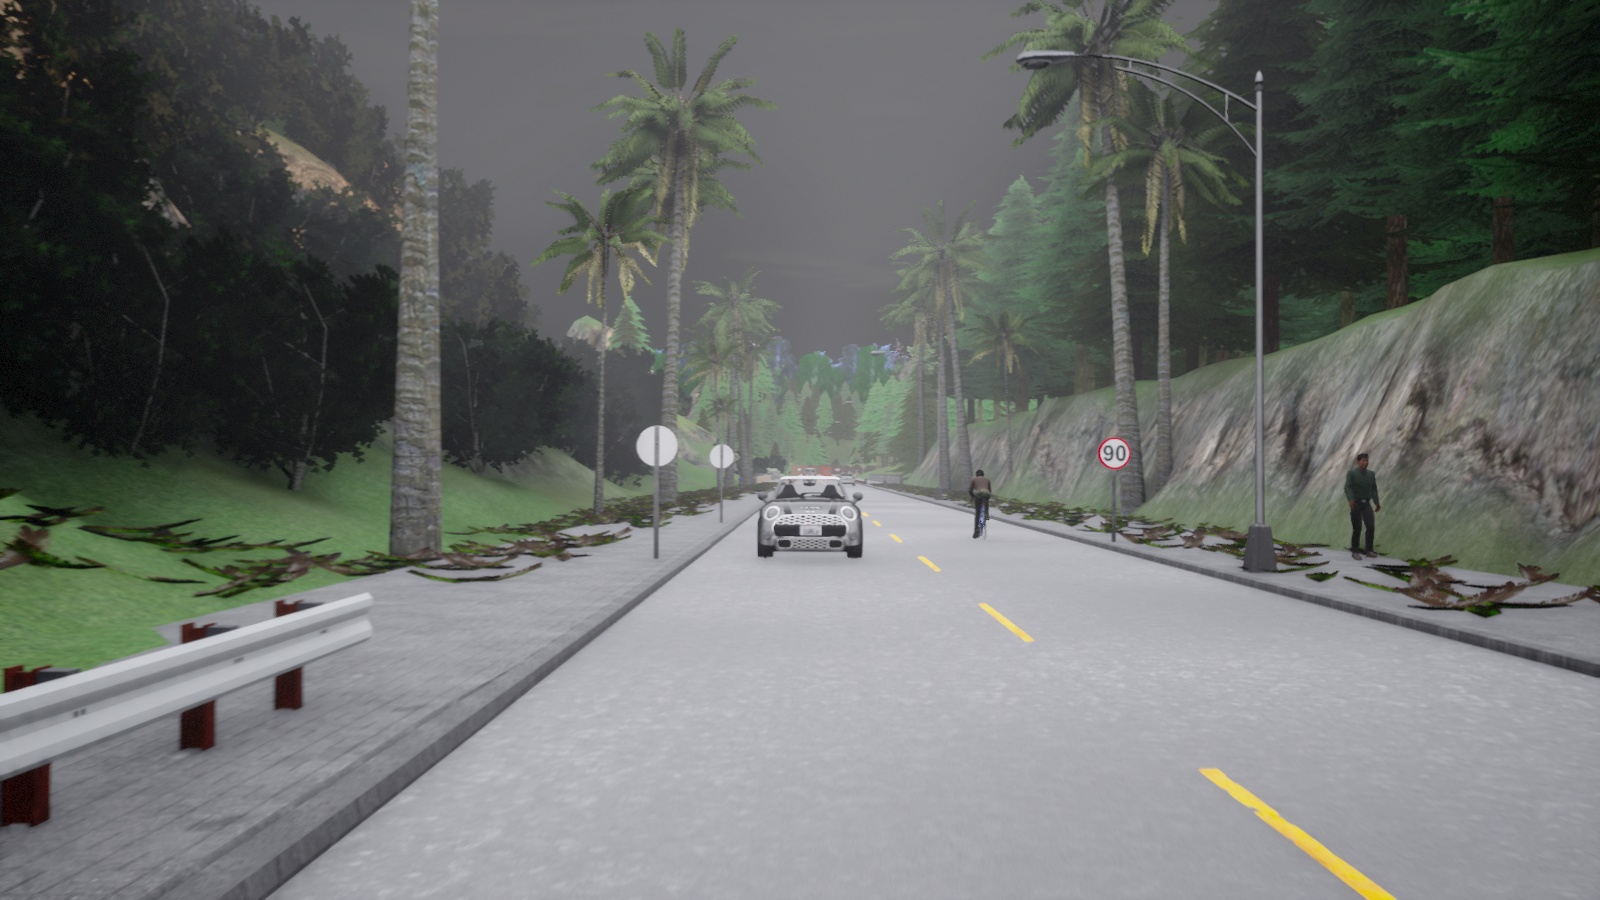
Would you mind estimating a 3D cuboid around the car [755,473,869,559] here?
[{"bbox_3d":[0.232,1.183,23.656,1.970,1.475,3.806,0,-1,1],"label":"car"}]

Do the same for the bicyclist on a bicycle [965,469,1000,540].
[{"bbox_3d":[4.290,1.258,29.569,0.582,1.620,1.656,0,-1,1],"label":"bicyclist on a bicycle"}]

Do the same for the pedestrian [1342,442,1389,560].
[{"bbox_3d":[9.512,0.854,21.138,0.423,1.949,0.788,0,-1,0],"label":"pedestrian"}]
